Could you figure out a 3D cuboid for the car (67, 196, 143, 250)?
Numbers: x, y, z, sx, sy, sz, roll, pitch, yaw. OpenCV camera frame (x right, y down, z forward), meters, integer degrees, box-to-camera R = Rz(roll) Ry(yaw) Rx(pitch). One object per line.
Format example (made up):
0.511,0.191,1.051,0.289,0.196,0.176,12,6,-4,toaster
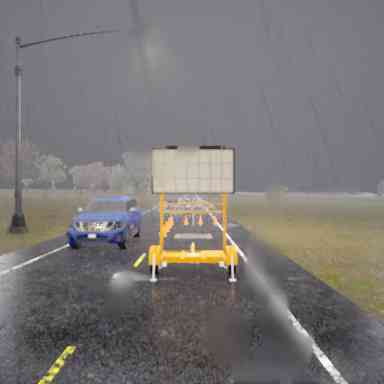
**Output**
-3.548,1.213,14.610,2.150,2.045,5.566,0,0,0,car

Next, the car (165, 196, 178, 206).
-3.383,1.469,55.358,1.837,1.490,4.892,0,1,0,car

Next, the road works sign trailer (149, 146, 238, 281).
0.034,0.458,9.768,2.380,3.560,2.880,0,0,0,road works sign trailer
